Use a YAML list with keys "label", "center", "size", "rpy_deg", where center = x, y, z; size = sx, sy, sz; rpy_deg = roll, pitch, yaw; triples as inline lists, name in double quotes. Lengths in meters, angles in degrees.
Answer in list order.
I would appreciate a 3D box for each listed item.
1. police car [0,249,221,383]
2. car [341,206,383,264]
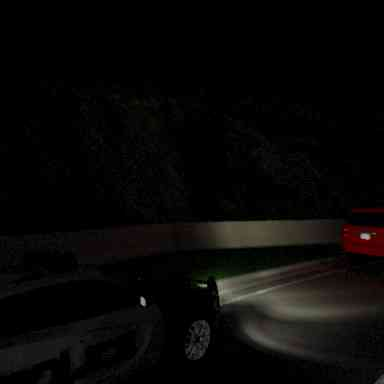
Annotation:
- label: "police car"
  center: [-1.613, 1.566, 4.131]
  size: [1.930, 1.638, 5.238]
  rpy_deg: [-2, -2, 43]
- label: "car"
  center: [7.700, 1.527, 11.976]
  size: [5.566, 2.045, 2.150]
  rpy_deg: [1, -2, -33]
